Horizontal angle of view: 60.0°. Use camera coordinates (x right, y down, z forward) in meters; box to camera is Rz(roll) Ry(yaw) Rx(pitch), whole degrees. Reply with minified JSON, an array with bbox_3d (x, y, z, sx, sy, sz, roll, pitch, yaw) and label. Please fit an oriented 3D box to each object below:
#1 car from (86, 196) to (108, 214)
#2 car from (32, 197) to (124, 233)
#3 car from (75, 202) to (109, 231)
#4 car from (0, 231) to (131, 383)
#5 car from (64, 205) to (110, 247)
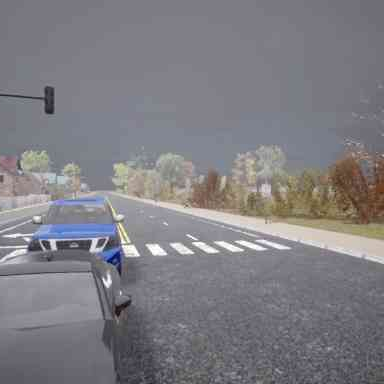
[{"bbox_3d":[-10.328,1.338,36.342,2.097,1.767,4.553,0,0,-15],"label":"car"},{"bbox_3d":[-3.341,1.221,10.062,2.150,2.045,5.566,0,0,-15],"label":"car"},{"bbox_3d":[-6.491,1.473,21.900,1.882,1.535,5.008,0,0,-15],"label":"car"},{"bbox_3d":[-1.741,1.526,3.962,1.812,1.442,4.674,0,0,-12],"label":"car"},{"bbox_3d":[-4.959,1.503,16.144,1.837,1.490,4.892,0,0,-15],"label":"car"}]
